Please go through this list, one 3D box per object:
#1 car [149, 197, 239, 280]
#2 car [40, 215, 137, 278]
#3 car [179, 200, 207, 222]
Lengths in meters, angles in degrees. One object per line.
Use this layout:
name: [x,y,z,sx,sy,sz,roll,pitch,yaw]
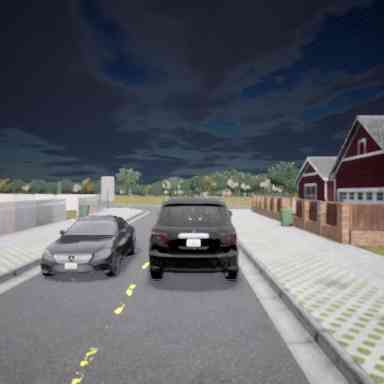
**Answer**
car: [0.068,1.162,9.864,2.150,2.045,5.566,0,1,1]
car: [-2.840,1.462,10.111,1.812,1.442,4.674,0,0,0]
car: [0.069,1.392,26.313,2.033,1.411,5.357,0,0,0]
